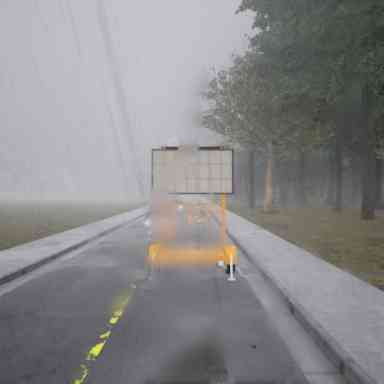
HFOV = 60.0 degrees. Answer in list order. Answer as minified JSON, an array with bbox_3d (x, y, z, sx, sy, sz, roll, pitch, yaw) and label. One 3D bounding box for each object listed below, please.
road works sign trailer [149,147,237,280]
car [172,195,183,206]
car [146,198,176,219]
[{"bbox_3d":[0.019,0.464,9.873,2.380,3.560,2.880,0,0,0],"label":"road works sign trailer"},{"bbox_3d":[-2.649,1.349,55.555,2.097,1.767,4.553,0,0,0],"label":"car"},{"bbox_3d":[-2.796,1.545,29.009,2.033,1.411,5.357,0,0,0],"label":"car"}]
